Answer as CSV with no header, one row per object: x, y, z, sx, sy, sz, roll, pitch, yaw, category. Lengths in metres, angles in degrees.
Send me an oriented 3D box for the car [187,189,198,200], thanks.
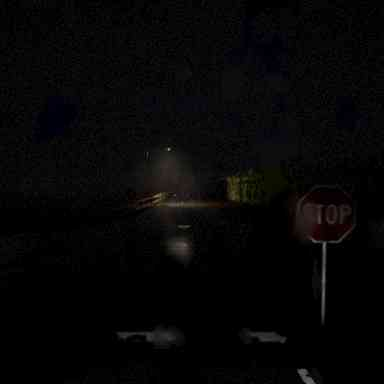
0.074,0.615,61.207,1.837,1.490,4.892,0,2,0,car

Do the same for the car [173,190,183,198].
-2.671,0.468,65.797,1.837,1.490,4.892,0,2,0,car

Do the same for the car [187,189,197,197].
0.086,0.121,71.611,2.033,1.411,5.357,0,2,0,car
